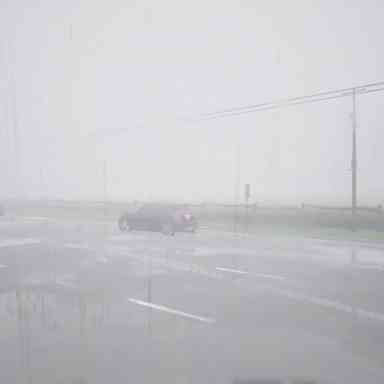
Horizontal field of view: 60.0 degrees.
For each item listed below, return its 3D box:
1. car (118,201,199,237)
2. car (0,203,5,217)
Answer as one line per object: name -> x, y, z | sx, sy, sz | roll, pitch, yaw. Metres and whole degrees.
car -> -1.918, 1.353, 18.232 | 4.553, 1.767, 2.097 | 0, 0, 35
car -> -18.905, 1.506, 30.317 | 4.892, 1.490, 1.837 | 0, 0, 35
